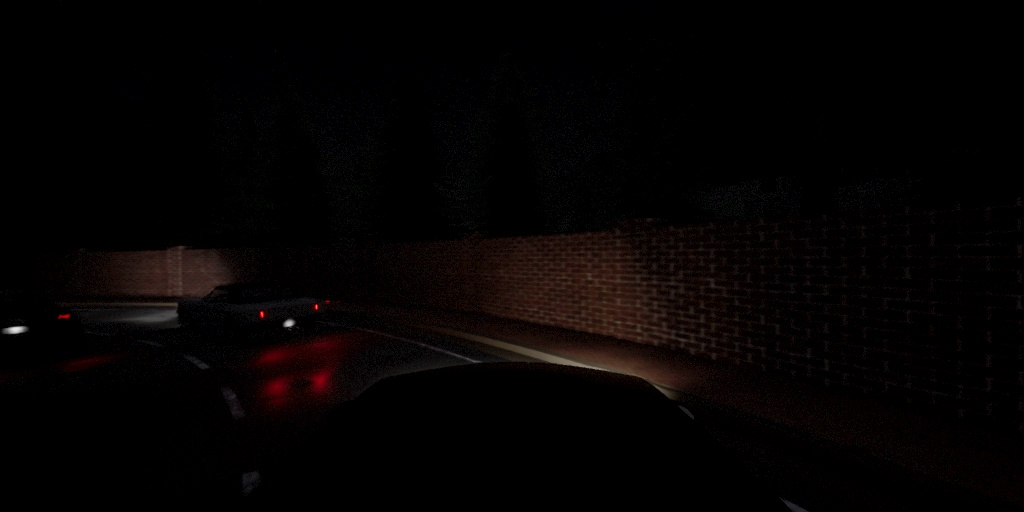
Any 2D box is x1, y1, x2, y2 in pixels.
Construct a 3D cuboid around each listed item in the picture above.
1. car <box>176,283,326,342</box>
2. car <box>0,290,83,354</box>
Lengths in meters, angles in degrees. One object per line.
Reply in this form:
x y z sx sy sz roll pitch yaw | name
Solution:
-7.490 1.427 10.122 4.718 1.301 1.895 -1 0 31 | car
-11.733 1.475 8.020 4.181 1.385 1.994 -1 0 25 | car
